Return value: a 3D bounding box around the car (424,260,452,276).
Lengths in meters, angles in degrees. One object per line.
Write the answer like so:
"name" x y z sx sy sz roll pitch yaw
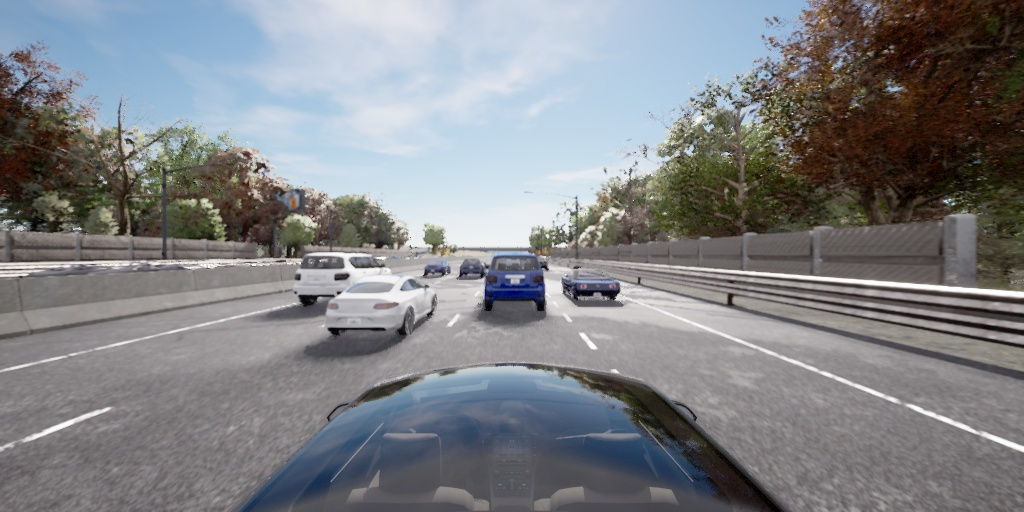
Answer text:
"car" -6.913 1.104 33.497 1.812 1.442 4.674 0 0 0

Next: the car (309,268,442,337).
"car" -3.404 1.230 10.035 1.812 1.442 4.674 0 0 0

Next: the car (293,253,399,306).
"car" -6.908 0.897 15.356 2.150 2.045 5.566 0 0 0

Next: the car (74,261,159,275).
"car" -24.608 1.122 23.582 2.128 1.511 4.902 0 0 0

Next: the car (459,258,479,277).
"car" -3.415 0.938 32.114 2.097 1.767 4.553 0 0 0

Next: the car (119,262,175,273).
"car" -21.109 1.236 22.617 1.895 1.301 4.718 0 0 0

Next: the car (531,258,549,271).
"car" 3.478 1.017 45.440 1.837 1.490 4.892 0 0 0

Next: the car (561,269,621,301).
"car" 3.494 1.266 16.829 1.895 1.301 4.718 0 0 0

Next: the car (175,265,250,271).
"car" -17.609 1.238 22.230 1.895 1.301 4.718 0 0 0

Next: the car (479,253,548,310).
"car" 0.083 0.902 14.374 2.150 2.045 5.566 0 0 0

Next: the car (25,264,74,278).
"car" -28.107 1.197 23.101 1.994 1.385 4.181 0 0 0
